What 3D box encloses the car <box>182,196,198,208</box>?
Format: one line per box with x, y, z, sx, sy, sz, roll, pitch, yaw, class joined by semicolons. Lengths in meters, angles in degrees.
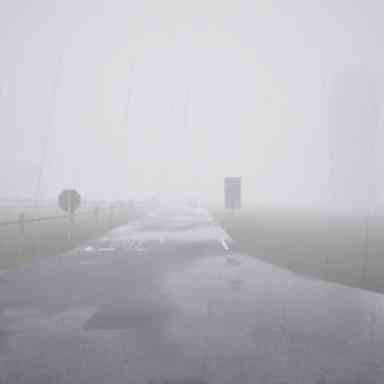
-0.063;1.498;48.563;2.033;1.411;5.357;0;0;-2;car
